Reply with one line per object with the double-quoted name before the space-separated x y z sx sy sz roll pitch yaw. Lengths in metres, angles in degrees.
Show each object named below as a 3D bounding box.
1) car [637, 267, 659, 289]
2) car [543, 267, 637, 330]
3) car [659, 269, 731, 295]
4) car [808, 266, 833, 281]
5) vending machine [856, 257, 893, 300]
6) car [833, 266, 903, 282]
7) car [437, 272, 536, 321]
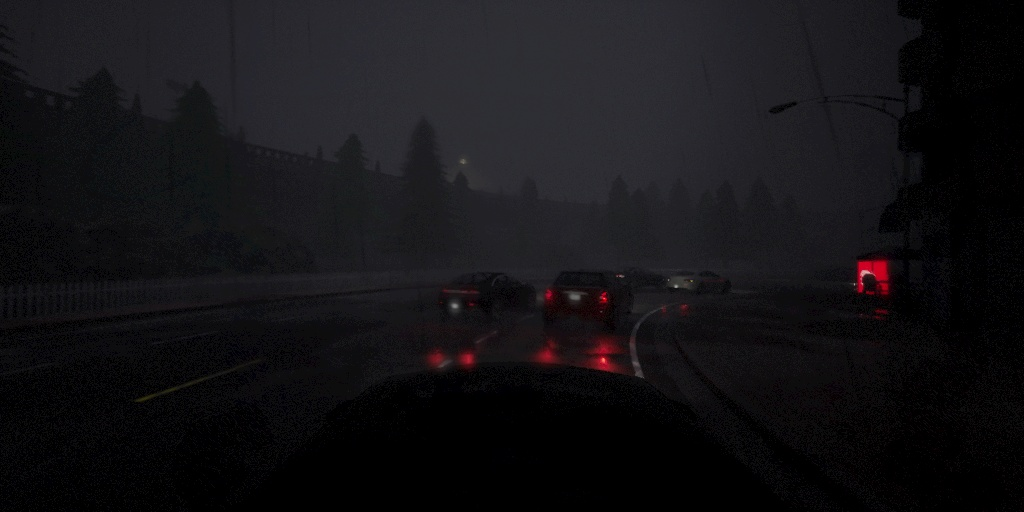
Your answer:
"car" 8.134 1.462 23.646 4.902 1.511 2.128 1 -1 -35
"car" 2.689 1.196 11.937 2.097 1.767 4.553 0 0 26
"car" 11.205 1.501 21.513 4.674 1.442 1.812 0 -1 -33
"car" 32.998 1.732 36.553 4.902 1.511 2.128 0 0 -2
"vending machine" 20.535 1.228 20.426 0.880 2.100 1.100 0 0 -11
"car" 33.107 1.721 33.055 4.892 1.490 1.837 1 0 -2
"car" -0.676 1.321 13.003 2.128 1.511 4.902 0 0 26
